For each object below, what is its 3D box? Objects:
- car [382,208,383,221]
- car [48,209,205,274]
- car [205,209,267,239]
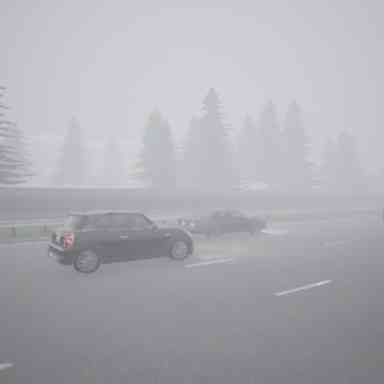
[{"bbox_3d":[15.444,1.739,23.368,4.718,1.301,1.895,0,0,-36],"label":"car"},{"bbox_3d":[-2.119,1.374,10.835,4.553,1.767,2.097,0,0,-36],"label":"car"},{"bbox_3d":[1.631,1.608,17.818,5.357,1.411,2.033,0,0,-36],"label":"car"}]
